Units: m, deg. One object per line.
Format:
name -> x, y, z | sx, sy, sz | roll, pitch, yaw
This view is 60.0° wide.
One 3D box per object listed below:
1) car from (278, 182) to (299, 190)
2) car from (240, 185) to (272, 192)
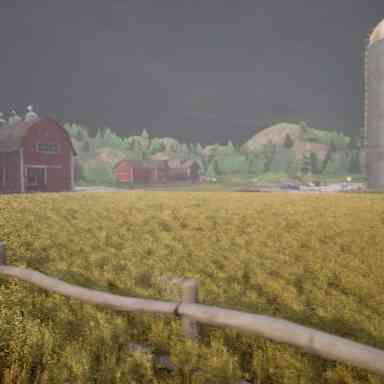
car -> 22.832, -1.341, 78.497 | 4.611, 1.667, 2.242 | 1, 2, 33
car -> 9.252, -0.018, 48.660 | 4.718, 1.301, 1.895 | 1, 2, 34
